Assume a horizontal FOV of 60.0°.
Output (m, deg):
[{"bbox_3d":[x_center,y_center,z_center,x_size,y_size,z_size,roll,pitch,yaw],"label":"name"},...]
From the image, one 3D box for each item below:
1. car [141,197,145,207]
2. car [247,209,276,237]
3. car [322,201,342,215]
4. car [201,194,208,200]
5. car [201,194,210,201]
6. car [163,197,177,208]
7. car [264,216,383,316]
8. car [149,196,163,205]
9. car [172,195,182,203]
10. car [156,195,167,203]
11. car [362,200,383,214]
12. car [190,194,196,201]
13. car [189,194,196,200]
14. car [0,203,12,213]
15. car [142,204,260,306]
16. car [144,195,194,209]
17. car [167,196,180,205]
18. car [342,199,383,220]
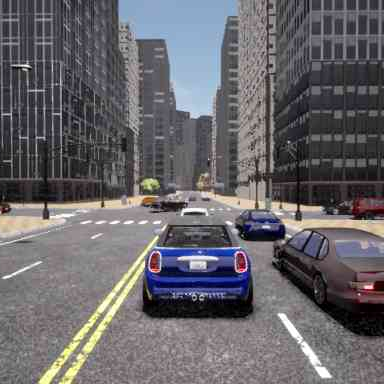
[{"bbox_3d":[-6.510,1.442,50.051,1.882,1.535,5.008,0,0,0],"label":"car"},{"bbox_3d":[3.376,1.555,17.057,1.994,1.385,4.181,0,0,0],"label":"car"},{"bbox_3d":[16.065,1.614,34.604,4.892,1.490,1.837,0,1,0],"label":"car"},{"bbox_3d":[3.395,1.267,90.034,1.812,1.442,4.674,0,0,0],"label":"car"},{"bbox_3d":[3.379,1.514,80.062,1.895,1.301,4.718,0,0,0],"label":"car"},{"bbox_3d":[-3.262,1.490,49.802,1.812,1.442,4.674,0,0,0],"label":"car"},{"bbox_3d":[3.362,1.544,7.817,2.033,1.411,5.357,0,0,0],"label":"car"},{"bbox_3d":[-6.472,1.500,60.455,2.033,1.411,5.357,0,0,1],"label":"car"},{"bbox_3d":[-3.138,1.418,70.103,1.882,1.535,5.008,0,0,0],"label":"car"},{"bbox_3d":[-6.388,1.417,70.748,1.882,1.535,5.008,0,0,0],"label":"car"},{"bbox_3d":[21.869,1.643,37.084,4.829,1.417,1.752,1,0,1],"label":"car"},{"bbox_3d":[0.129,1.458,79.623,2.033,1.411,5.357,0,0,0],"label":"car"},{"bbox_3d":[0.145,1.266,90.040,1.812,1.442,4.674,0,0,0],"label":"car"},{"bbox_3d":[-19.720,1.404,32.046,4.181,1.385,1.994,1,1,1],"label":"car"},{"bbox_3d":[0.113,1.348,8.158,2.097,1.767,4.553,0,0,0],"label":"car"},{"bbox_3d":[-2.471,1.401,37.088,2.128,1.511,4.902,2,2,42],"label":"car"},{"bbox_3d":[-3.228,1.501,59.822,2.033,1.411,5.357,0,0,1],"label":"car"},{"bbox_3d":[16.247,1.519,28.807,5.009,1.841,2.192,1,0,1],"label":"car"}]
